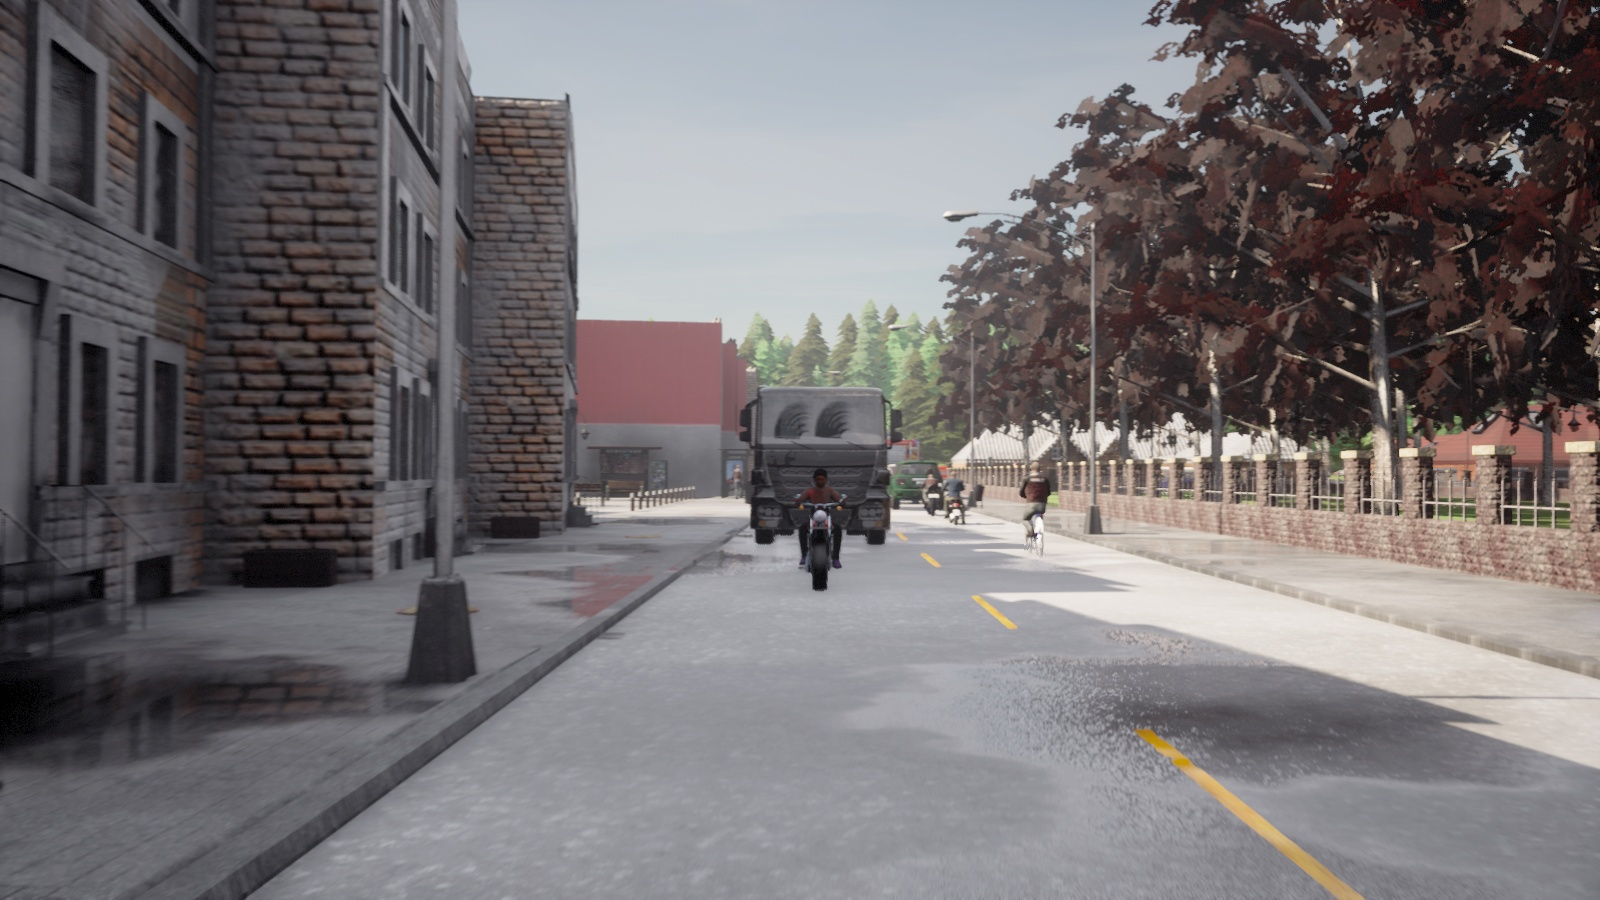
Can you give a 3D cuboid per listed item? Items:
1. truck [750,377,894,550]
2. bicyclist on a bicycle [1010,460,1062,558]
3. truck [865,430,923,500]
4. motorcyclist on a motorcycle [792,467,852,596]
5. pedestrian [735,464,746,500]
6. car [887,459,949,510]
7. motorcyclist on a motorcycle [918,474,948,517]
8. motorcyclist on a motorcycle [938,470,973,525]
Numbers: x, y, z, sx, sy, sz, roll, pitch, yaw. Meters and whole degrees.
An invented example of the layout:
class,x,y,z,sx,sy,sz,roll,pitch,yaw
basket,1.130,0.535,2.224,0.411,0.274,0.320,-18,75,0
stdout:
class,x,y,z,sx,sy,sz,roll,pitch,yaw
truck,0.514,0.339,29.256,2.891,3.462,7.936,0,-1,1
bicyclist on a bicycle,4.417,1.081,23.607,0.659,1.776,1.843,0,-1,1
truck,5.337,0.897,72.837,2.891,3.827,8.468,0,-1,1
motorcyclist on a motorcycle,0.303,1.064,17.286,0.766,1.649,2.350,0,-1,1
pedestrian,-3.099,1.663,65.253,0.376,1.854,0.720,0,-1,12
car,4.971,1.449,53.625,2.150,2.045,5.566,0,-1,1
motorcyclist on a motorcycle,4.815,1.627,45.631,0.866,1.530,2.191,0,-1,1
motorcyclist on a motorcycle,4.672,1.410,37.836,0.866,1.590,1.817,0,-1,1
